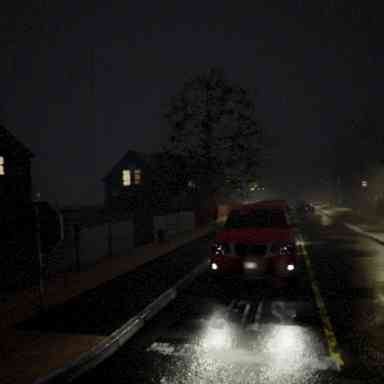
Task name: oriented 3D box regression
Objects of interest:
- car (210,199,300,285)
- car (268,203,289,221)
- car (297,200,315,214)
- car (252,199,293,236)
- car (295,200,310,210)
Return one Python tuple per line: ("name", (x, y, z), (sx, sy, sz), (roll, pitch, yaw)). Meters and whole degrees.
("car", (2.126, 1.404, 10.499), (2.150, 2.045, 5.566), (-3, -1, 16))
("car", (8.586, 1.909, 32.753), (1.837, 1.490, 4.892), (-3, -1, 16))
("car", (14.140, 1.925, 41.418), (1.994, 1.385, 4.181), (-3, -1, 16))
("car", (5.321, 1.518, 21.551), (2.150, 2.045, 5.566), (-3, -2, 16))
("car", (17.096, 1.991, 51.694), (1.812, 1.442, 4.674), (-3, -1, 15))
